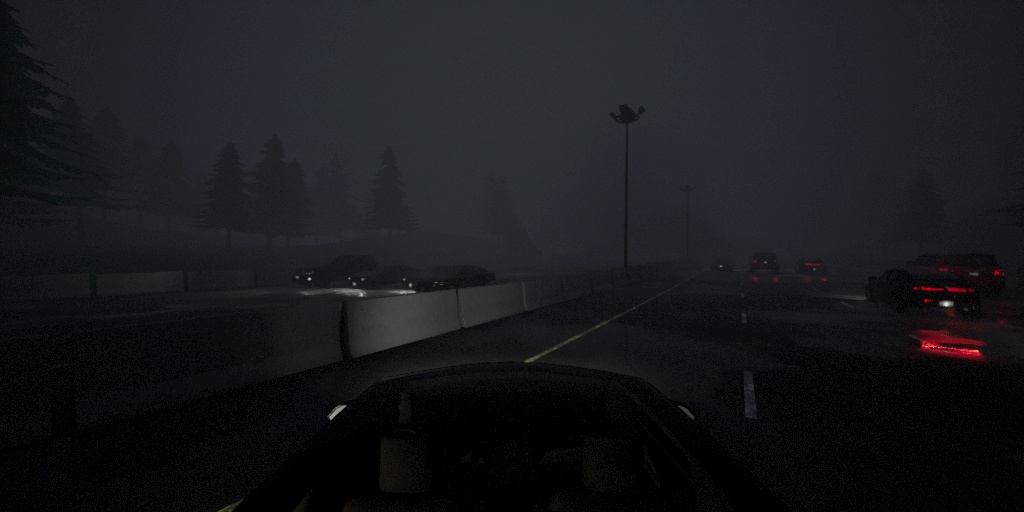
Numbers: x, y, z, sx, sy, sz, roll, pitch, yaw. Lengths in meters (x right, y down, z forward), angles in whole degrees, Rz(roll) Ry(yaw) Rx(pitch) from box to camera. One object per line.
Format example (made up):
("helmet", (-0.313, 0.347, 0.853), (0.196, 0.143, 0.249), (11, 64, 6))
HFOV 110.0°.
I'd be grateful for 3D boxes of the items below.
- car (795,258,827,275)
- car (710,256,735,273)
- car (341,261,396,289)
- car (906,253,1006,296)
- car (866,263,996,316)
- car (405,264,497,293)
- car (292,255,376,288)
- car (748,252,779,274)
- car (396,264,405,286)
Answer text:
("car", (27.365, 0.897, 32.920), (2.128, 1.511, 4.902), (0, 1, 32))
("car", (21.756, 0.955, 37.149), (1.994, 1.385, 4.181), (0, 1, 33))
("car", (-7.900, 1.252, 23.436), (2.033, 1.411, 5.357), (0, 0, 32))
("car", (22.334, 0.849, 18.454), (2.150, 2.045, 5.566), (0, 1, 32))
("car", (14.886, 1.204, 13.248), (1.837, 1.490, 4.892), (0, 1, 32))
("car", (-2.762, 1.194, 18.467), (1.882, 1.535, 5.008), (0, 0, 32))
("car", (-11.594, 0.930, 24.148), (2.150, 2.045, 5.566), (0, 0, 32))
("car", (24.337, 0.627, 34.679), (2.150, 2.045, 5.566), (0, 1, 32))
("car", (-4.323, 1.247, 22.540), (2.033, 1.411, 5.357), (0, 0, 32))
